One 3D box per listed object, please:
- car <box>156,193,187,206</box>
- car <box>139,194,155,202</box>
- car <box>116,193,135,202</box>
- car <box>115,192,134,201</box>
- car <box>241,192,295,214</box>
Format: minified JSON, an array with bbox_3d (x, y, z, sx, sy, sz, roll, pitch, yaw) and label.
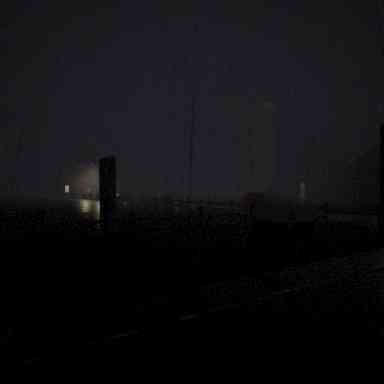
[{"bbox_3d":[-2.561,0.995,46.053,2.097,1.767,4.553,-1,1,-36],"label":"car"},{"bbox_3d":[-7.590,1.025,58.025,1.812,1.442,4.674,-1,1,-35],"label":"car"},{"bbox_3d":[-11.941,0.994,59.278,1.837,1.490,4.892,-1,0,-35],"label":"car"},{"bbox_3d":[-13.416,0.878,66.083,1.882,1.535,5.008,-1,1,-36],"label":"car"},{"bbox_3d":[7.226,1.025,32.382,2.150,2.045,5.566,-1,1,-36],"label":"car"}]
